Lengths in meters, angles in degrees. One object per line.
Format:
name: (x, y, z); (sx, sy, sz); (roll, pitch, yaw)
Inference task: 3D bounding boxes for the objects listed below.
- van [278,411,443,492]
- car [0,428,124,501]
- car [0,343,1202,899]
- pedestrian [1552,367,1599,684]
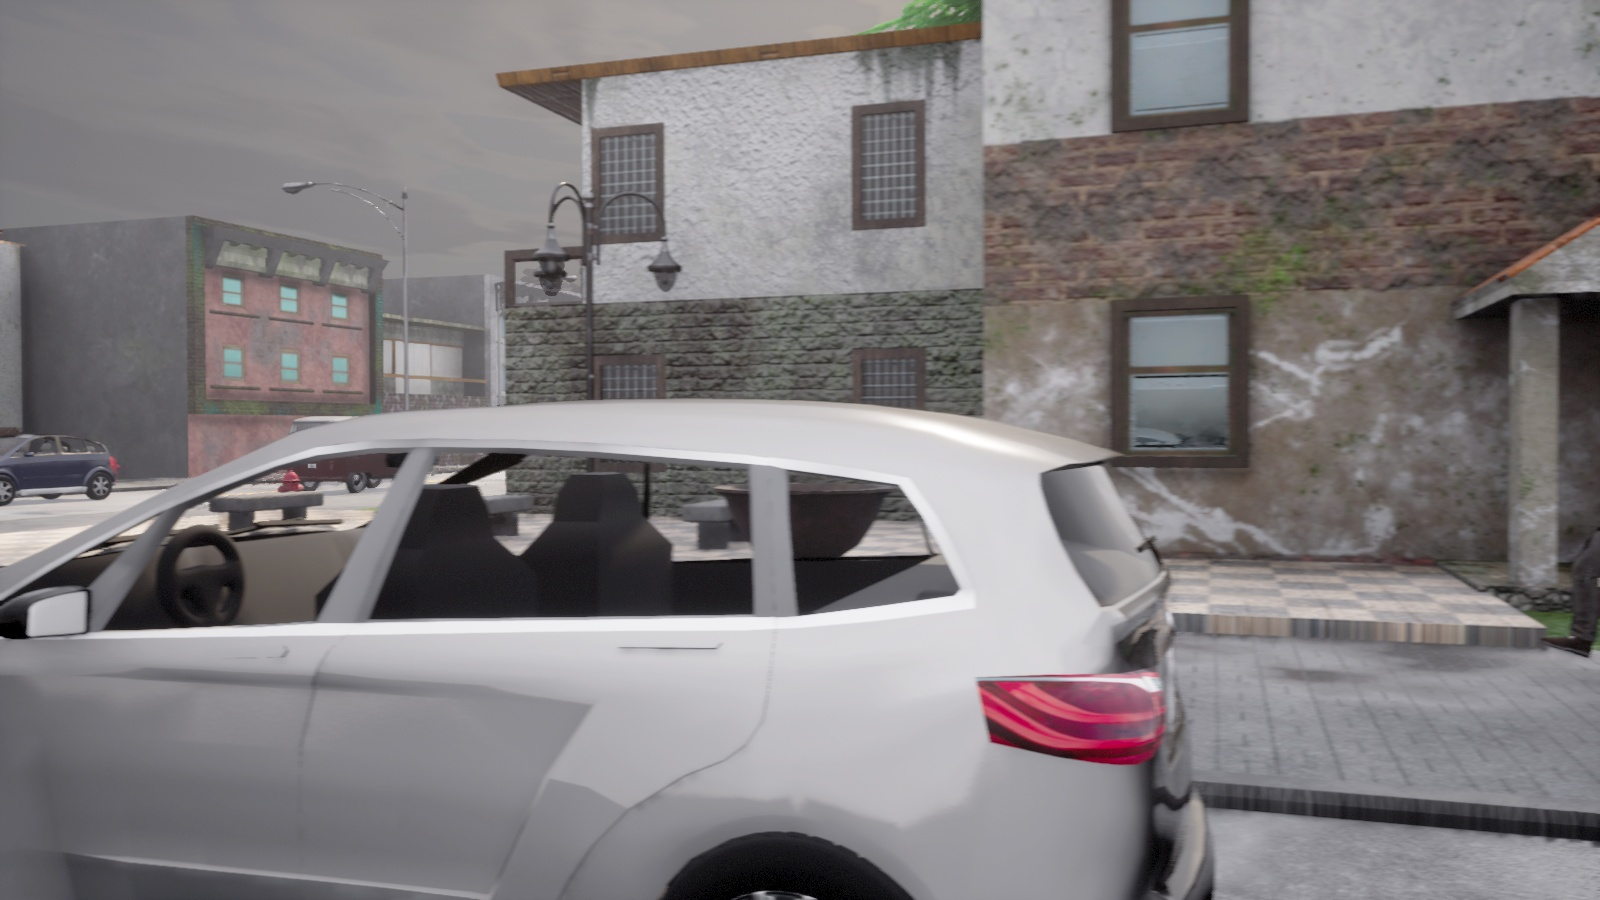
van: (-11.549, 0.005, 33.340); (1.775, 1.987, 4.442); (1, 1, 19)
car: (-17.452, 0.288, 28.263); (1.789, 1.549, 3.705); (1, 1, 18)
car: (-1.118, 0.601, 4.092); (4.611, 1.667, 2.242); (1, 1, 18)
pedestrian: (4.873, 0.437, 7.370); (0.726, 1.835, 0.370); (1, 1, 24)
